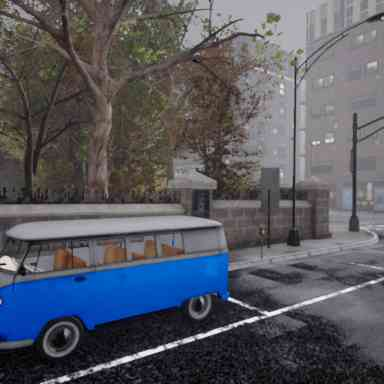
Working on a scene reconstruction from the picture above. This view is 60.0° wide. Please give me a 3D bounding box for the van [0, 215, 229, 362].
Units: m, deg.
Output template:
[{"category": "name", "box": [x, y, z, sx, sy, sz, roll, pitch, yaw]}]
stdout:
[{"category": "van", "box": [-1.219, 1.341, 5.621, 3.998, 1.788, 1.690, 0, 1, -35]}]
